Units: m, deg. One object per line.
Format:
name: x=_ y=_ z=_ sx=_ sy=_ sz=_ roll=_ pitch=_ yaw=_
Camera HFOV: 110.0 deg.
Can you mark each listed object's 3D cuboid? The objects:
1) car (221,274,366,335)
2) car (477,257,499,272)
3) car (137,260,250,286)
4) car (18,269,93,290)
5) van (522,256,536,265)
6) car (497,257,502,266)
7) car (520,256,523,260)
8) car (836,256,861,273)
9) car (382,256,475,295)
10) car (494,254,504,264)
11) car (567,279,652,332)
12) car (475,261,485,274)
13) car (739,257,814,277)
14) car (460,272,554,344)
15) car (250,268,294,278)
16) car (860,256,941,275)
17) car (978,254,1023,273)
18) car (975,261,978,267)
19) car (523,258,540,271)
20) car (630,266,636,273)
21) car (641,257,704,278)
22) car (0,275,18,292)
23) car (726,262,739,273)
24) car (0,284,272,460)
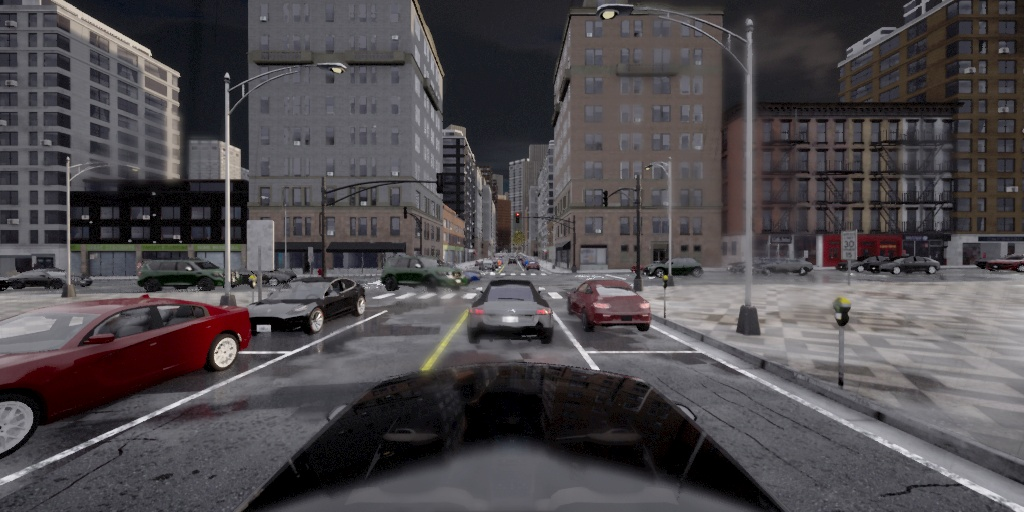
car: x=-5.808 y=1.314 z=10.551 sx=1.948 sy=1.339 sz=4.313 roll=0 pitch=0 yaw=0
car: x=-3.080 y=1.207 z=45.598 sx=1.812 sy=1.442 sz=4.674 roll=0 pitch=0 yaw=2
car: x=-20.692 y=1.252 z=23.136 sx=5.566 sy=2.045 sz=2.150 roll=-1 pitch=0 yaw=0
car: x=-33.883 y=1.703 z=26.366 sx=4.674 sy=1.442 sz=1.812 roll=-1 pitch=0 yaw=0
van: x=2.803 y=0.999 z=53.360 sx=1.690 sy=1.789 sz=3.998 roll=0 pitch=0 yaw=0
car: x=-3.047 y=1.199 z=55.248 sx=2.033 sy=1.411 sz=5.357 roll=0 pitch=0 yaw=0
car: x=2.837 y=1.202 z=64.468 sx=1.802 sy=1.307 sz=4.207 roll=0 pitch=0 yaw=0
car: x=32.878 y=0.740 z=33.185 sx=4.892 sy=1.490 sz=1.837 roll=-1 pitch=0 yaw=0
car: x=-5.122 y=1.041 z=20.643 sx=5.566 sy=2.045 sz=2.150 roll=-1 pitch=-3 yaw=34
car: x=-2.980 y=0.969 z=65.157 sx=2.097 sy=1.767 sz=4.553 roll=0 pitch=0 yaw=1
car: x=2.717 y=1.330 z=10.596 sx=1.802 sy=1.307 sz=4.207 roll=0 pitch=0 yaw=0
car: x=-4.924 y=1.328 z=26.405 sx=5.357 sy=1.411 sz=2.033 roll=0 pitch=1 yaw=0
car: x=22.281 y=0.889 z=29.920 sx=4.902 sy=1.511 sz=2.128 roll=-1 pitch=0 yaw=0
car: x=-0.036 y=1.312 z=9.598 sx=1.994 sy=1.385 sz=4.181 roll=0 pitch=0 yaw=0
car: x=-18.442 y=1.488 z=26.393 sx=4.892 sy=1.490 sz=1.837 roll=-1 pitch=0 yaw=0
car: x=32.624 y=0.760 z=29.932 sx=4.892 sy=1.490 sz=1.837 roll=-1 pitch=0 yaw=0
car: x=42.852 y=0.595 z=29.919 sx=5.008 sy=1.535 sz=1.882 roll=-1 pitch=0 yaw=0
car: x=46.166 y=0.658 z=33.147 sx=4.718 sy=1.301 sz=1.895 roll=-1 pitch=0 yaw=0
car: x=2.786 y=1.257 z=47.808 sx=1.802 sy=1.307 sz=4.207 roll=0 pitch=0 yaw=0
car: x=13.475 y=1.106 z=33.155 sx=4.718 sy=1.301 sz=1.895 roll=-1 pitch=0 yaw=0
car: x=13.327 y=0.876 z=29.902 sx=4.553 sy=1.767 sz=2.097 roll=-1 pitch=0 yaw=0
car: x=-35.675 y=1.816 z=23.116 sx=4.718 sy=1.301 sz=1.895 roll=-1 pitch=0 yaw=0
car: x=22.516 y=0.869 z=33.171 sx=4.902 sy=1.511 sz=2.128 roll=-1 pitch=0 yaw=0
car: x=-5.777 y=1.294 z=4.907 sx=1.888 sy=1.381 sz=4.507 roll=0 pitch=0 yaw=0
